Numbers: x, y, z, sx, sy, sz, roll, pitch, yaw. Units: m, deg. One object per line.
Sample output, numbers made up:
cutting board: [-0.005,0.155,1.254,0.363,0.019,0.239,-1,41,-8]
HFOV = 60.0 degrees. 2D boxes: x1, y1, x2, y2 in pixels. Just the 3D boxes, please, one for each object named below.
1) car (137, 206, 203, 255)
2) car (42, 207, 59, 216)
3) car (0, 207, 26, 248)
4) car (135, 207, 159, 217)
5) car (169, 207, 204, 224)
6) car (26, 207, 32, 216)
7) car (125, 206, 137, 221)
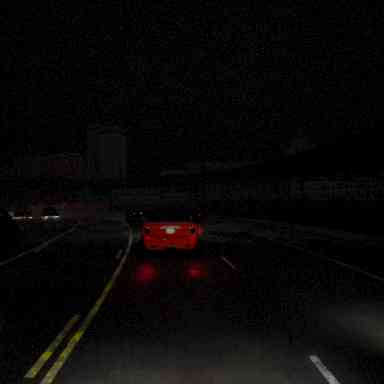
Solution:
car: [-1.031,1.405,13.743,2.097,1.767,4.553,0,-1,-7]
car: [-22.079,3.024,51.863,1.812,1.442,4.674,1,-3,-32]
car: [-8.066,1.389,12.037,2.097,1.767,4.553,0,-1,-8]
car: [-6.059,2.612,44.198,1.895,1.301,4.718,0,-2,-24]
car: [-0.609,1.992,28.926,1.895,1.301,4.718,0,-2,-15]
car: [-26.435,3.049,52.110,1.882,1.535,5.008,1,-3,-35]
car: [-5.528,2.123,33.356,2.033,1.411,5.357,0,-2,-19]
